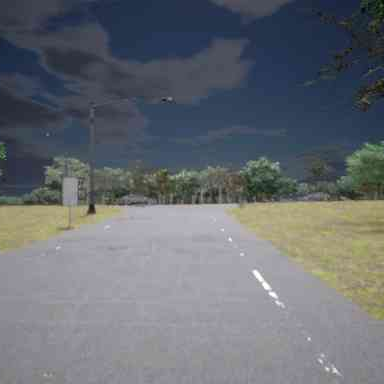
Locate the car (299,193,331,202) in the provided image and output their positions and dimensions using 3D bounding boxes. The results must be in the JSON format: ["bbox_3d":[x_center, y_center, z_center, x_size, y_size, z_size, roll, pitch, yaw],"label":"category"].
[{"bbox_3d":[19.098,0.909,51.731,4.902,1.511,2.128,-2,-3,-1],"label":"car"}]

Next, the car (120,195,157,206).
[{"bbox_3d":[-7.118,1.106,44.364,4.902,1.511,2.128,2,-1,0],"label":"car"}]
